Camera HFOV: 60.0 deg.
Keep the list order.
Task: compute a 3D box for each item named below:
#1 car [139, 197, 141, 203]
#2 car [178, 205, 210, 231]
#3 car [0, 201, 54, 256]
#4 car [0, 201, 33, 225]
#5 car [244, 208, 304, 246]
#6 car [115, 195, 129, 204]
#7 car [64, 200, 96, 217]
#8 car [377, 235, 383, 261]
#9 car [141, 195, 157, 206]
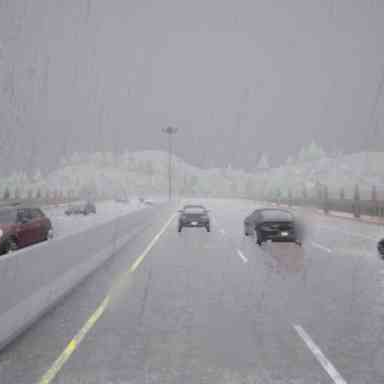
[{"bbox_3d":[-10.418,1.502,73.103,1.882,1.535,5.008,0,0,0],"label":"car"},{"bbox_3d":[0.122,1.526,20.412,1.812,1.442,4.674,0,0,0],"label":"car"},{"bbox_3d":[-7.086,1.351,12.595,2.097,1.767,4.553,0,0,0],"label":"car"},{"bbox_3d":[-14.069,1.502,25.040,1.837,1.490,4.892,0,0,0],"label":"car"},{"bbox_3d":[3.616,1.479,15.444,1.882,1.535,5.008,0,0,0],"label":"car"},{"bbox_3d":[-13.928,1.380,66.107,2.097,1.767,4.553,0,0,0],"label":"car"},{"bbox_3d":[-10.558,1.524,31.920,1.812,1.442,4.674,0,0,0],"label":"car"},{"bbox_3d":[7.111,1.528,9.200,1.812,1.442,4.674,0,0,0],"label":"car"},{"bbox_3d":[-6.987,1.540,56.112,1.812,1.442,4.674,0,0,1],"label":"car"}]
